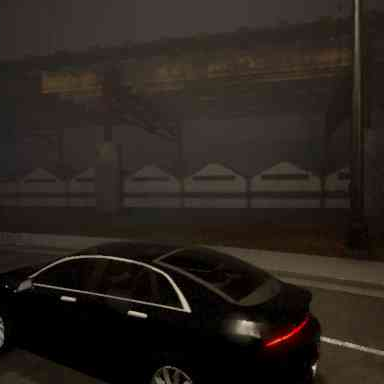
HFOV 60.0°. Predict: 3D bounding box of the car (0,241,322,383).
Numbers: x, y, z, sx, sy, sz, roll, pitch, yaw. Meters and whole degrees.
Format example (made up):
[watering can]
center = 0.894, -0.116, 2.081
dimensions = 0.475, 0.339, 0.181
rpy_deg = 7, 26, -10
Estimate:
[car]
center = -0.903, 1.423, 4.437
dimensions = 4.892, 1.490, 1.837
rpy_deg = 0, -1, 30
